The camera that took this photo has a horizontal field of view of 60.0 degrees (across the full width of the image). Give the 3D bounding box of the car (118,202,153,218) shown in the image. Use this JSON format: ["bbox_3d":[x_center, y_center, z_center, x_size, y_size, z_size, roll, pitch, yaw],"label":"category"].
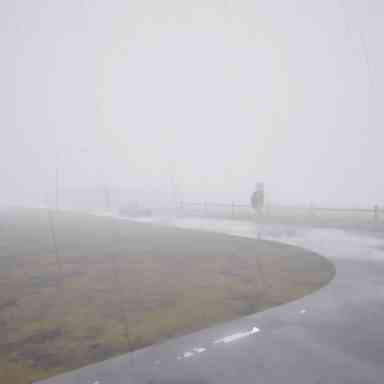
[{"bbox_3d":[-5.385,1.669,31.407,1.994,1.385,4.181,-1,0,-36],"label":"car"}]
